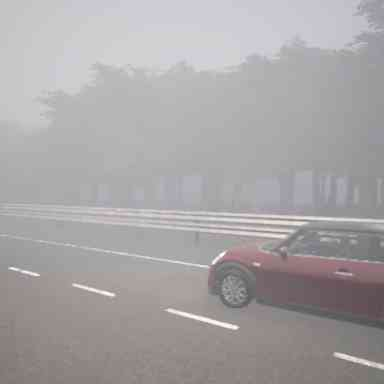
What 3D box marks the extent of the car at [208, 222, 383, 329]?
[{"bbox_3d":[2.526,1.353,6.366,4.553,1.767,2.097,0,0,35],"label":"car"}]
